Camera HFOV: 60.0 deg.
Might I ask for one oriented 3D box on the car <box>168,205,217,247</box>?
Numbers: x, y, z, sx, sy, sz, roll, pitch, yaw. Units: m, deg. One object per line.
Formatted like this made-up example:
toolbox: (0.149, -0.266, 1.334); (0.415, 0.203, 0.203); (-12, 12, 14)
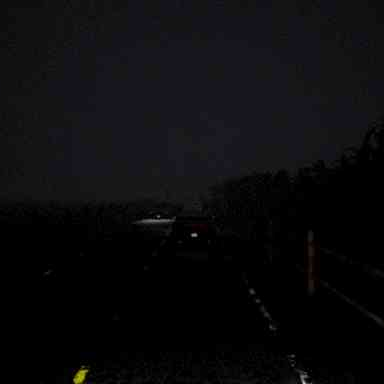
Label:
car: (0.096, 1.569, 15.617); (1.882, 1.535, 5.008); (0, 0, 0)

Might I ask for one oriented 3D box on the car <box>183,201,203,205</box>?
car: (0.100, 1.668, 33.752); (1.882, 1.535, 5.008); (0, 0, 0)

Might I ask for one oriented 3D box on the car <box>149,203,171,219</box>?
car: (-2.848, 1.724, 31.098); (2.033, 1.411, 5.357); (0, 0, 0)
